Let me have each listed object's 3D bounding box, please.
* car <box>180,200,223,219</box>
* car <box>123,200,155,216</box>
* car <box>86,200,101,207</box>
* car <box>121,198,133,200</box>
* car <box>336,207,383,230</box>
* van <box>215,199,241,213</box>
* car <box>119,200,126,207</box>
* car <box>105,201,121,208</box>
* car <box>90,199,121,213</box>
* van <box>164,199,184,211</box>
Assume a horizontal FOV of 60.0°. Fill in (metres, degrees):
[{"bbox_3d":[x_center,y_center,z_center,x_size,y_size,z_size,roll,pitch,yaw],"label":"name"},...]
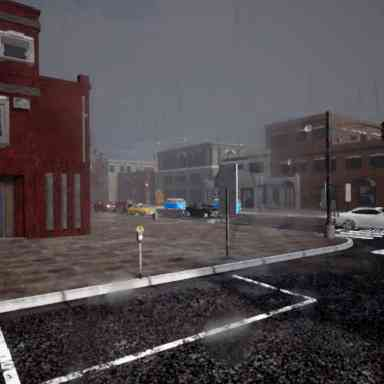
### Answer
[{"bbox_3d":[1.149,1.882,33.838,1.837,1.490,4.892,-1,-1,-36],"label":"car"},{"bbox_3d":[-5.957,2.046,39.221,1.752,1.417,4.829,-2,0,-36],"label":"car"},{"bbox_3d":[-22.640,2.593,76.246,1.802,1.307,4.206,-2,0,-36],"label":"car"},{"bbox_3d":[-12.639,2.083,62.531,2.192,1.841,5.009,-2,0,-36],"label":"car"},{"bbox_3d":[11.404,1.658,20.599,1.812,1.442,4.674,-1,-1,-43],"label":"car"},{"bbox_3d":[4.040,1.706,39.672,1.690,1.788,3.998,-2,0,-36],"label":"van"},{"bbox_3d":[-8.092,2.163,46.544,1.994,1.385,4.181,-1,0,-36],"label":"car"},{"bbox_3d":[-15.968,2.431,67.102,1.802,1.307,4.206,-2,0,-36],"label":"car"},{"bbox_3d":[-12.735,2.000,48.501,2.192,1.841,5.009,-2,0,-36],"label":"car"},{"bbox_3d":[-2.631,1.867,48.814,1.690,1.788,3.998,-2,0,-36],"label":"van"}]
